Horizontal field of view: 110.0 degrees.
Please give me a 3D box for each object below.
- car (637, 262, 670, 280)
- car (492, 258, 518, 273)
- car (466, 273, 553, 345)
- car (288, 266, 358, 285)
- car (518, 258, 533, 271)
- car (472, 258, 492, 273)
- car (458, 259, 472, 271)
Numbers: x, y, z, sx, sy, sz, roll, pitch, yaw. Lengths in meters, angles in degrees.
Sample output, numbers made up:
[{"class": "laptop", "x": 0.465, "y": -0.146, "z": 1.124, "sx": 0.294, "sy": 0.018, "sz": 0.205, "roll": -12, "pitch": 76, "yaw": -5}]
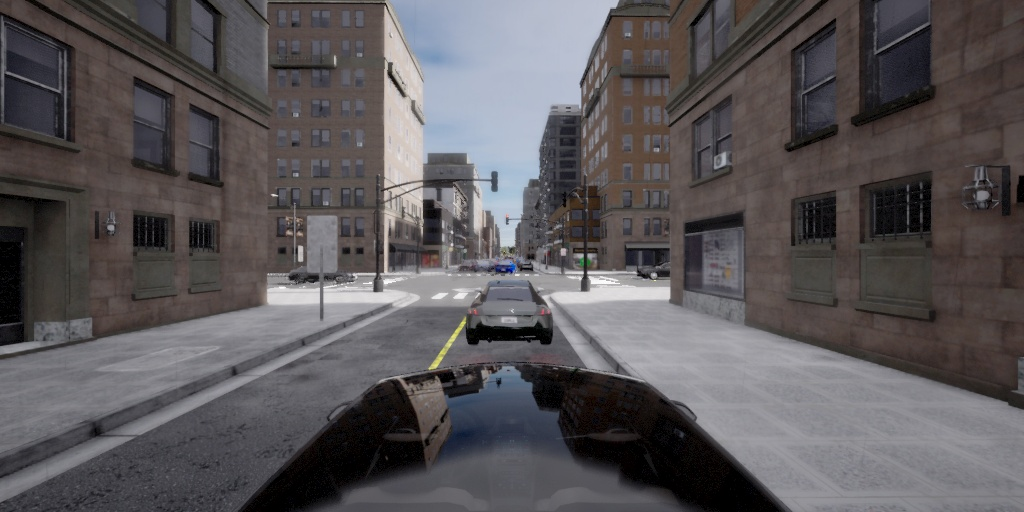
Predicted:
[{"class": "car", "x": 12.956, "y": 1.201, "z": 29.967, "sx": 4.892, "sy": 1.490, "sz": 1.837, "roll": 0, "pitch": 0, "yaw": -1}, {"class": "car", "x": -0.698, "y": 1.253, "z": 39.515, "sx": 1.882, "sy": 1.535, "sz": 5.008, "roll": 0, "pitch": 0, "yaw": 4}, {"class": "car", "x": -0.065, "y": 1.314, "z": 9.532, "sx": 1.994, "sy": 1.385, "sz": 4.181, "roll": 0, "pitch": 0, "yaw": 0}, {"class": "car", "x": -13.798, "y": 1.321, "z": 26.311, "sx": 4.674, "sy": 1.442, "sz": 1.812, "roll": 0, "pitch": 0, "yaw": -3}, {"class": "car", "x": 1.931, "y": 1.356, "z": 48.602, "sx": 1.948, "sy": 1.339, "sz": 4.313, "roll": 0, "pitch": 0, "yaw": 0}, {"class": "car", "x": -3.546, "y": 1.310, "z": 44.589, "sx": 1.812, "sy": 1.442, "sz": 4.674, "roll": 0, "pitch": 0, "yaw": 1}, {"class": "car", "x": -6.094, "y": 1.230, "z": 48.543, "sx": 1.967, "sy": 1.591, "sz": 4.097, "roll": 0, "pitch": 0, "yaw": 0}]
